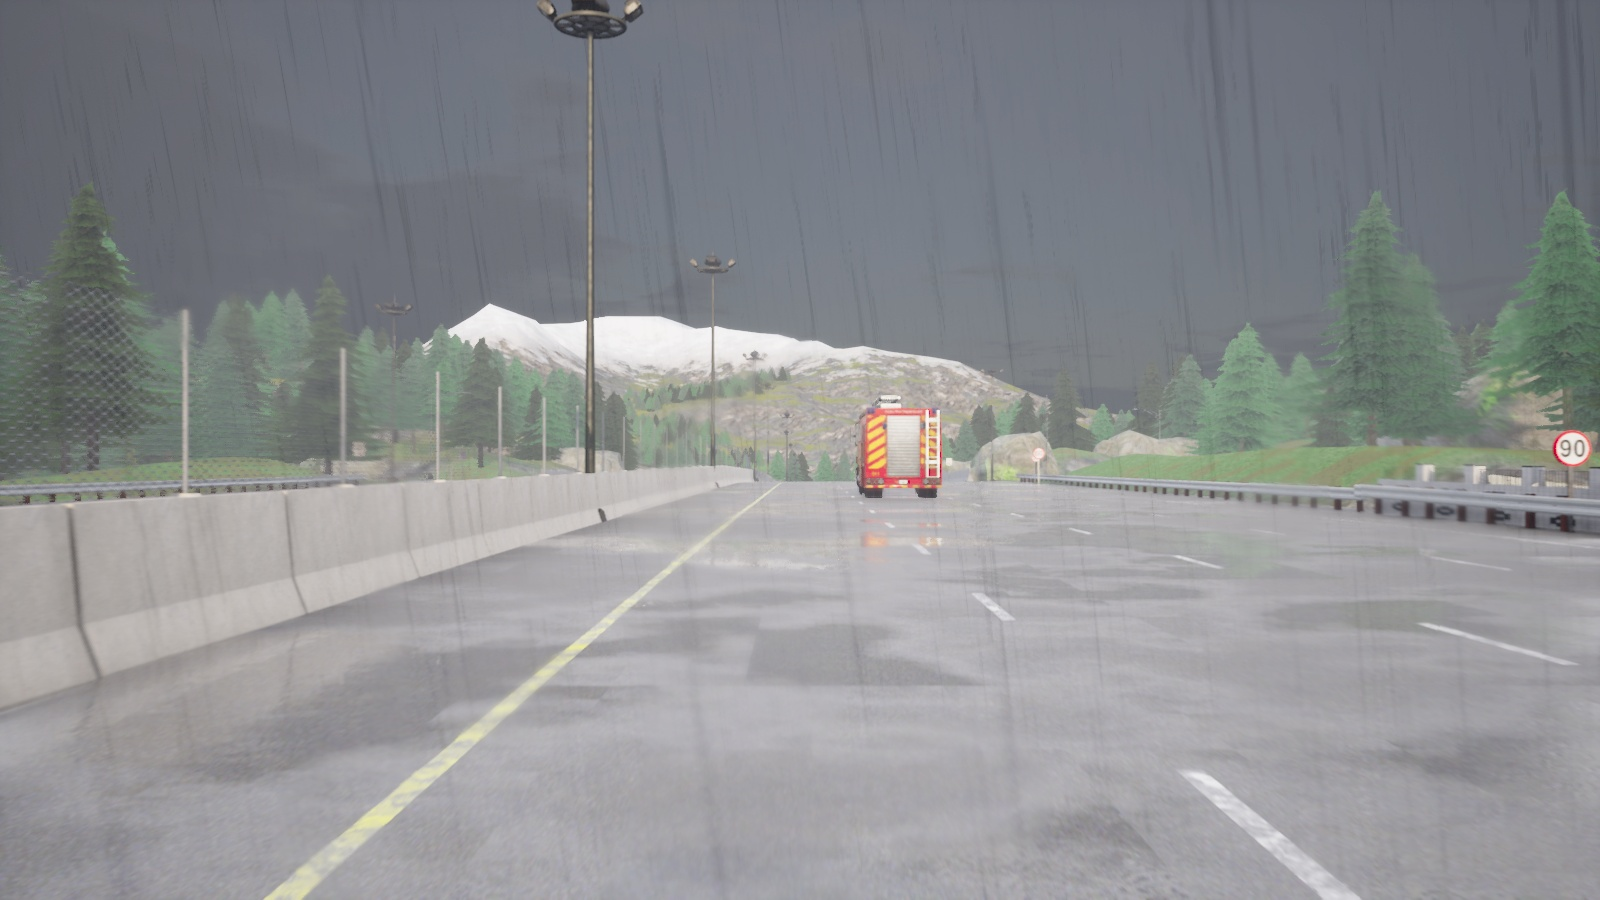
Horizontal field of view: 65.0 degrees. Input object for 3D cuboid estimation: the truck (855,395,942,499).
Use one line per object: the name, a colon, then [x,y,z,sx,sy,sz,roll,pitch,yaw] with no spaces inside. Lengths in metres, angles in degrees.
truck: [3.803,-0.074,50.406,2.891,3.827,8.468,0,-1,0]
